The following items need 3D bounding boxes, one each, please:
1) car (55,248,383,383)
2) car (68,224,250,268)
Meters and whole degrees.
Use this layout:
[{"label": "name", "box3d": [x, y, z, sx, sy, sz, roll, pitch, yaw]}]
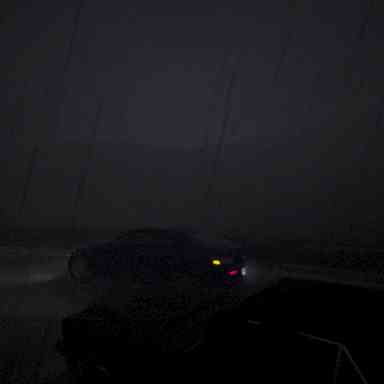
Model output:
[{"label": "car", "box3d": [0.824, 1.590, 3.249, 4.718, 1.301, 1.895, 0, 0, 33]}, {"label": "car", "box3d": [-0.915, 1.516, 8.158, 4.674, 1.442, 1.812, 0, 0, 28]}]
